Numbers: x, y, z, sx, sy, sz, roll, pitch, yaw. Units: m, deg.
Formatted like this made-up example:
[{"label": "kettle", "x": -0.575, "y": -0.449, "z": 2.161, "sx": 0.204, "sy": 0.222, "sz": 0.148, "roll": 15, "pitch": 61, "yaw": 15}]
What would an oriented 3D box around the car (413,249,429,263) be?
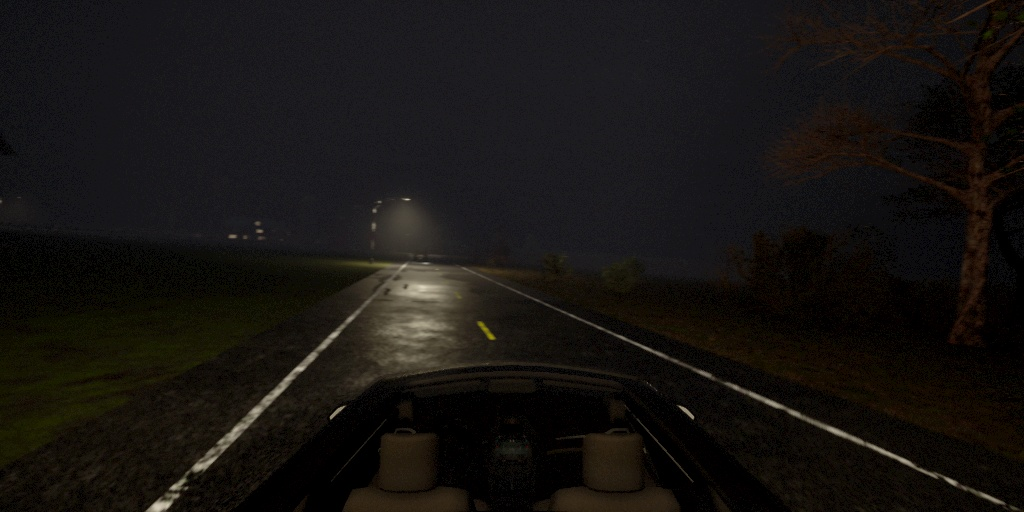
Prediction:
[{"label": "car", "x": -14.332, "y": -0.078, "z": 56.188, "sx": 2.150, "sy": 2.045, "sz": 5.566, "roll": 3, "pitch": 0, "yaw": -14}]
